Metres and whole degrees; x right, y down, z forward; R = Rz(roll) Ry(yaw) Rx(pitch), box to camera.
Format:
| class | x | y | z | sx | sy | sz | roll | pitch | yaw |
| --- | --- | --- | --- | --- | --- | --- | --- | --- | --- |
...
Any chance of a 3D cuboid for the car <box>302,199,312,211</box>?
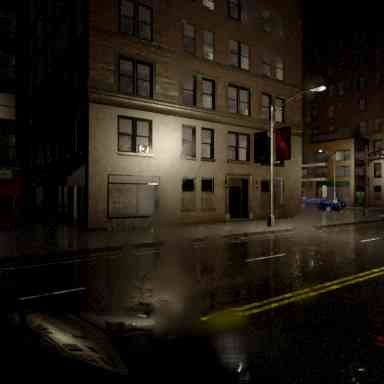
| class | x | y | z | sx | sy | sz | roll | pitch | yaw |
| --- | --- | --- | --- | --- | --- | --- | --- | --- | --- |
| car | 11.507 | 1.421 | 39.213 | 1.967 | 1.590 | 4.097 | 0 | 0 | -36 |

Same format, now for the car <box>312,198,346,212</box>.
| class | x | y | z | sx | sy | sz | roll | pitch | yaw |
| --- | --- | --- | --- | --- | --- | --- | --- | --- | --- |
| car | 14.972 | 1.469 | 38.724 | 1.882 | 1.535 | 5.008 | 0 | 0 | -36 |

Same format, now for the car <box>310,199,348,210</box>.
| class | x | y | z | sx | sy | sz | roll | pitch | yaw |
| --- | --- | --- | --- | --- | --- | --- | --- | --- | --- |
| car | 18.037 | 1.577 | 43.876 | 1.947 | 1.339 | 4.313 | 0 | 0 | -36 |

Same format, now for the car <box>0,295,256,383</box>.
| class | x | y | z | sx | sy | sz | roll | pitch | yaw |
| --- | --- | --- | --- | --- | --- | --- | --- | --- | --- |
| car | -1.581 | 1.526 | 2.308 | 4.674 | 1.442 | 1.812 | 0 | 0 | -36 |
